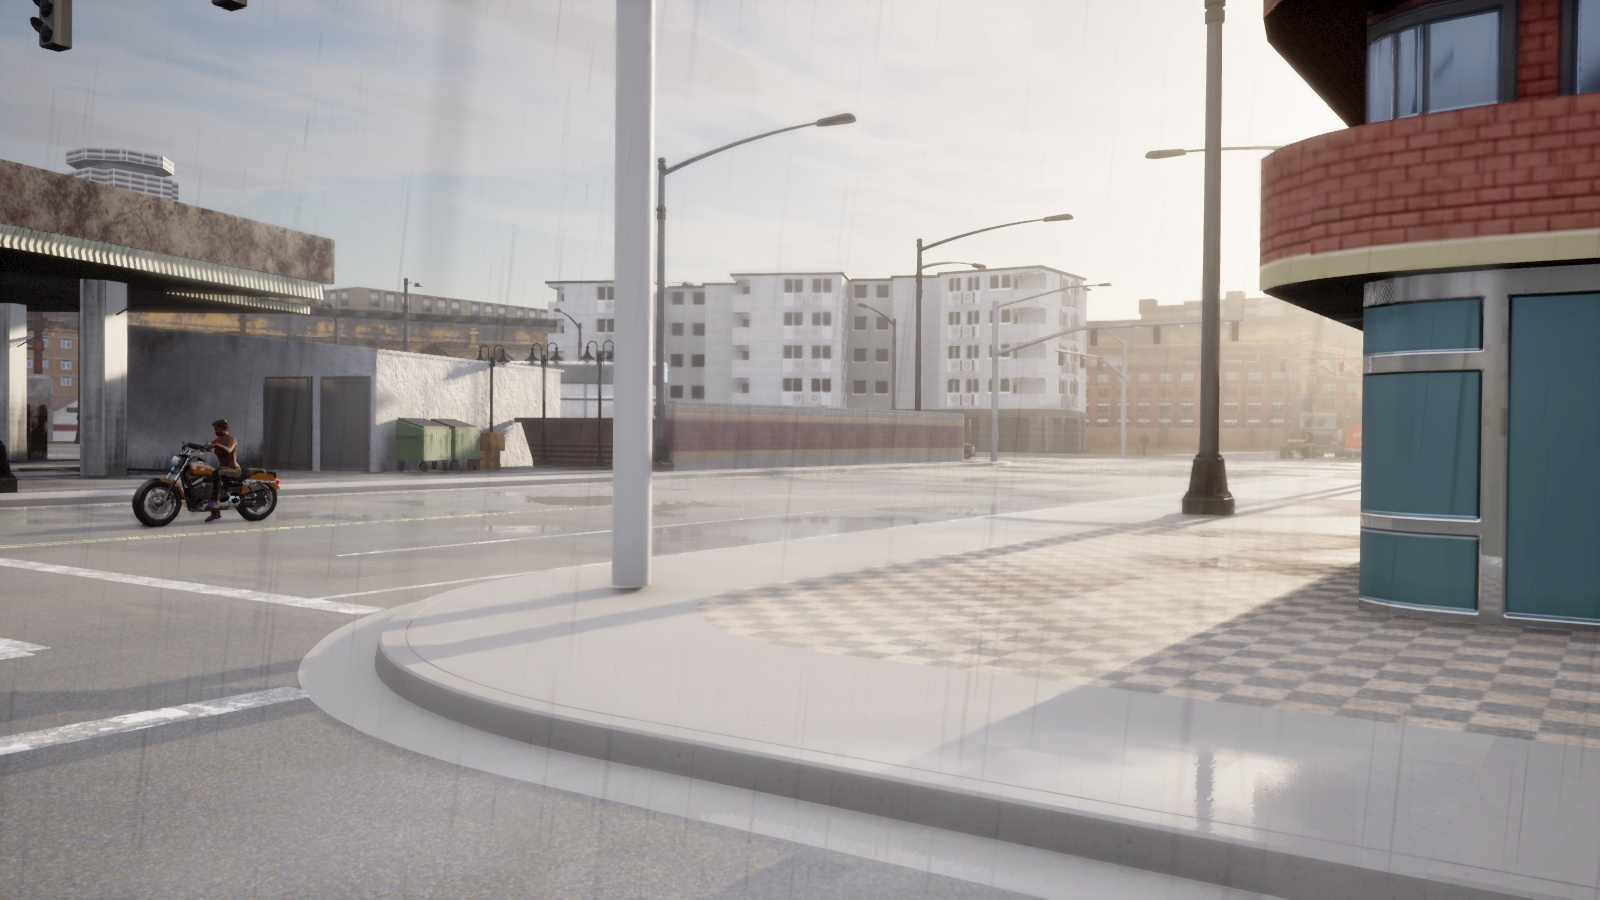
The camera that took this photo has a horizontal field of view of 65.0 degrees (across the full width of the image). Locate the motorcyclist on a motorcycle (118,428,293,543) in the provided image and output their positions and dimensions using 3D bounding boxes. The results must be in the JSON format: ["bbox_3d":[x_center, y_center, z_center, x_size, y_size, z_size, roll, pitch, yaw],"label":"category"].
[{"bbox_3d":[-9.084,0.500,19.299,0.766,1.649,2.350,0,1,33],"label":"motorcyclist on a motorcycle"}]

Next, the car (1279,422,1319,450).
[{"bbox_3d":[35.025,-0.993,88.112,1.905,1.878,3.866,0,1,33],"label":"car"}]
